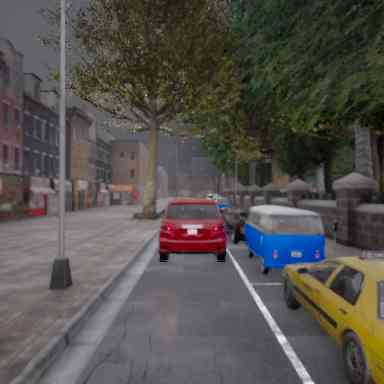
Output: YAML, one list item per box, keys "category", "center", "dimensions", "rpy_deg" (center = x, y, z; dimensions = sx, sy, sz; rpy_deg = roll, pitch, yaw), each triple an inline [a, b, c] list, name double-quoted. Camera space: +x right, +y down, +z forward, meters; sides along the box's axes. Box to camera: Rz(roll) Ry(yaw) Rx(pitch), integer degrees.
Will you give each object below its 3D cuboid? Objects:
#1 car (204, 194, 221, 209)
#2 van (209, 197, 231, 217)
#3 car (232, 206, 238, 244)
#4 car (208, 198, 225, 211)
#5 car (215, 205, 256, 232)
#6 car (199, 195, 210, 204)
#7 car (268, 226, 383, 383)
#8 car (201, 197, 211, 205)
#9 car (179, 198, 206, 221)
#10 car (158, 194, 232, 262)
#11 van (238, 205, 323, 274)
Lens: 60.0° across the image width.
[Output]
- category: "car"
  center: [2.977, 1.321, 49.399]
  dimensions: [2.150, 2.045, 5.566]
  rpy_deg: [0, 0, 0]
- category: "van"
  center: [2.647, 1.390, 32.091]
  dimensions: [1.690, 1.788, 3.998]
  rpy_deg: [1, 0, 0]
- category: "car"
  center: [2.646, 1.584, 15.742]
  dimensions: [1.947, 1.339, 4.313]
  rpy_deg: [1, 0, 0]
- category: "car"
  center: [3.021, 1.531, 42.559]
  dimensions: [1.801, 1.575, 5.366]
  rpy_deg: [0, 0, 0]
- category: "car"
  center: [2.646, 1.577, 21.191]
  dimensions: [2.008, 1.369, 4.403]
  rpy_deg: [1, 0, 0]
- category: "car"
  center: [2.642, 1.482, 70.237]
  dimensions: [2.192, 1.841, 5.009]
  rpy_deg: [1, 0, 0]
- category: "car"
  center: [2.648, 1.530, 5.013]
  dimensions: [1.752, 1.417, 4.829]
  rpy_deg: [1, 0, 0]
- category: "car"
  center: [2.640, 1.727, 64.787]
  dimensions: [1.802, 1.307, 4.206]
  rpy_deg: [1, 0, 0]
- category: "car"
  center: [0.041, 1.392, 28.445]
  dimensions: [2.097, 1.767, 4.553]
  rpy_deg: [0, 0, 1]
- category: "car"
  center: [0.032, 1.236, 12.353]
  dimensions: [2.150, 2.045, 5.566]
  rpy_deg: [0, 0, 0]
- category: "van"
  center: [2.650, 1.352, 10.292]
  dimensions: [1.690, 1.788, 3.998]
  rpy_deg: [1, 0, 0]
